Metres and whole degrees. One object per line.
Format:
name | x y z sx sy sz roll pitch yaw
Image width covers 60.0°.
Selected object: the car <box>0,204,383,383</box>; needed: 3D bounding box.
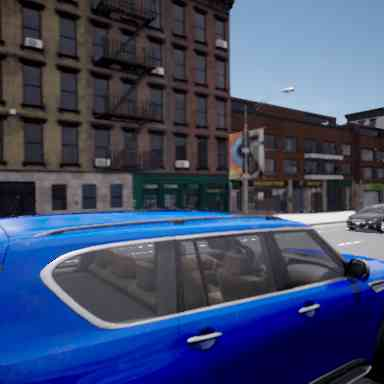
car | 0.333 1.216 3.677 5.566 2.045 2.150 0 0 -36
